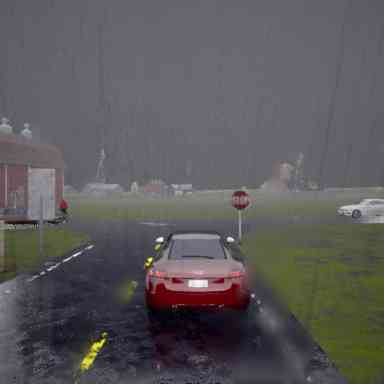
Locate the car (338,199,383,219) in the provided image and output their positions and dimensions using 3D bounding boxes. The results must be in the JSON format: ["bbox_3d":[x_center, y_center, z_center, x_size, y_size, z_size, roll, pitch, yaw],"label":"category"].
[{"bbox_3d":[13.983,1.283,26.256,4.674,1.442,1.812,-1,0,-4],"label":"car"}]

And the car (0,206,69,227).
[{"bbox_3d":[-11.533,1.704,23.286,5.357,1.411,2.033,-1,-1,4],"label":"car"}]

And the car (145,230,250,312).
[{"bbox_3d":[0.087,1.565,7.799,1.994,1.385,4.181,0,0,-1],"label":"car"}]

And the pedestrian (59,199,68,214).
[{"bbox_3d":[-11.273,1.491,29.142,0.375,1.860,0.375,0,0,4],"label":"pedestrian"}]
